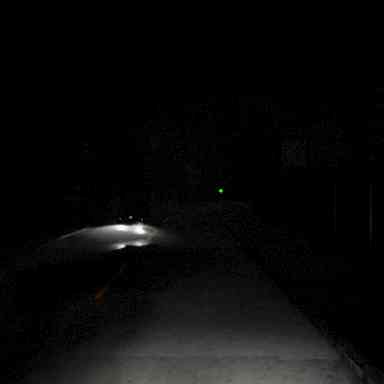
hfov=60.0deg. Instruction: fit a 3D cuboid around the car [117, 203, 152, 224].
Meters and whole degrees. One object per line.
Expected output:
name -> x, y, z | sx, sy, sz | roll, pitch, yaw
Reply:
car -> -4.005, 1.456, 23.753 | 1.994, 1.385, 4.181 | 0, 0, 0
